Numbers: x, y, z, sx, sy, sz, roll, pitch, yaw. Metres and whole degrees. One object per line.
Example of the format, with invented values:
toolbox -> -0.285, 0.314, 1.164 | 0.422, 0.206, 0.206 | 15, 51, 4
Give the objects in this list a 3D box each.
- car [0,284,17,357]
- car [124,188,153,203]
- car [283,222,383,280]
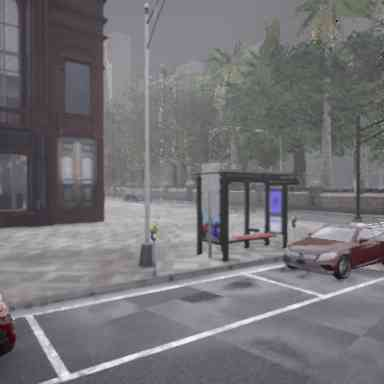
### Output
car -> -4.295, 1.441, 3.590 | 4.097, 1.590, 1.967 | 0, 0, -35
car -> -7.624, 0.528, 46.847 | 2.150, 2.045, 5.566 | 0, 1, -35
car -> 4.542, 1.583, 9.890 | 4.206, 1.307, 1.802 | 0, 0, -35
